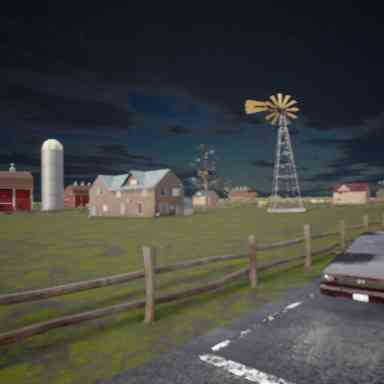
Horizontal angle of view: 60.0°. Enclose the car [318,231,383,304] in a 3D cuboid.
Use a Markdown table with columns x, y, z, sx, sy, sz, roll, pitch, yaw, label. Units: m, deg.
| x | y | z | sx | sy | sz | roll | pitch | yaw | label |
| --- | --- | --- | --- | --- | --- | --- | --- | --- | --- |
| 5.112 | 1.746 | 8.636 | 2.033 | 1.411 | 5.357 | -3 | -3 | 42 | car |
